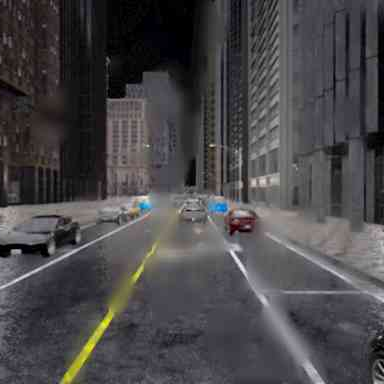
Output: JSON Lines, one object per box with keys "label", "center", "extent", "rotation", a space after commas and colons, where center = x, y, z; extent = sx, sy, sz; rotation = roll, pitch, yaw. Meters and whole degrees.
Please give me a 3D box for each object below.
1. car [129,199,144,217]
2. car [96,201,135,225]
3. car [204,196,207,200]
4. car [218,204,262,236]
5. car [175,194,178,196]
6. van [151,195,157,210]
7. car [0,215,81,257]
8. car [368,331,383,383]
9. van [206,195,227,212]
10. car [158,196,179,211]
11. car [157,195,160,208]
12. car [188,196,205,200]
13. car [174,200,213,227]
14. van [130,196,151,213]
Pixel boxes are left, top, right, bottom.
{"label": "car", "center": [-5.757, 1.591, 29.831], "extent": [1.752, 1.417, 4.829], "rotation": [0, 0, 0]}
{"label": "car", "center": [-5.758, 1.604, 24.361], "extent": [2.008, 1.369, 4.403], "rotation": [0, 0, 0]}
{"label": "car", "center": [2.775, 1.697, 52.566], "extent": [1.802, 1.307, 4.206], "rotation": [0, 0, 0]}
{"label": "car", "center": [2.765, 1.586, 18.722], "extent": [1.887, 1.381, 4.507], "rotation": [0, 0, 0]}
{"label": "car", "center": [-5.738, 1.762, 92.051], "extent": [1.947, 1.339, 4.313], "rotation": [0, 0, 0]}
{"label": "van", "center": [-5.754, 1.431, 41.283], "extent": [1.690, 1.788, 3.998], "rotation": [0, 0, 0]}
{"label": "car", "center": [-5.761, 1.595, 13.079], "extent": [1.947, 1.339, 4.313], "rotation": [0, 0, 0]}
{"label": "car", "center": [2.760, 1.570, 1.800], "extent": [1.947, 1.339, 4.313], "rotation": [0, 0, 0]}
{"label": "van", "center": [2.770, 1.419, 35.645], "extent": [1.690, 1.788, 3.998], "rotation": [0, 0, 0]}
{"label": "car", "center": [-2.987, 1.601, 43.262], "extent": [1.837, 1.490, 4.892], "rotation": [0, -1, 0]}
{"label": "car", "center": [-5.752, 1.543, 46.924], "extent": [1.967, 1.590, 4.097], "rotation": [0, 0, 0]}
{"label": "car", "center": [0.112, 1.581, 41.008], "extent": [2.128, 1.511, 4.902], "rotation": [0, 0, 0]}
{"label": "car", "center": [0.108, 1.543, 23.442], "extent": [2.128, 1.511, 4.902], "rotation": [0, 0, 0]}
{"label": "van", "center": [-5.756, 1.419, 35.642], "extent": [1.690, 1.788, 3.998], "rotation": [0, 0, 0]}
